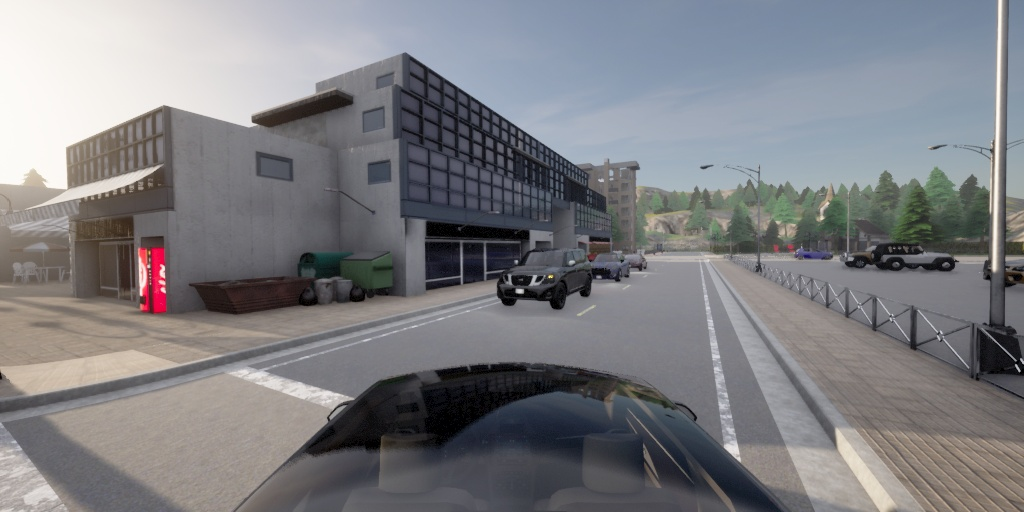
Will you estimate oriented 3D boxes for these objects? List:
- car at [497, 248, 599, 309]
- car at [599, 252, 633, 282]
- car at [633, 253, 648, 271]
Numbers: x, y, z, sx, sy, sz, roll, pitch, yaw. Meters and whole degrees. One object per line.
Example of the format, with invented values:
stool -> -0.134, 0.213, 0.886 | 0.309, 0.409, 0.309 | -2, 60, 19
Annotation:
car -> 1.515, 0.705, 13.909 | 2.150, 2.045, 5.566 | 0, 1, 27
car -> 6.041, 0.583, 22.642 | 2.097, 1.767, 4.553 | 0, 1, 27
car -> 10.754, 0.494, 31.724 | 1.812, 1.442, 4.674 | 0, 1, 28
